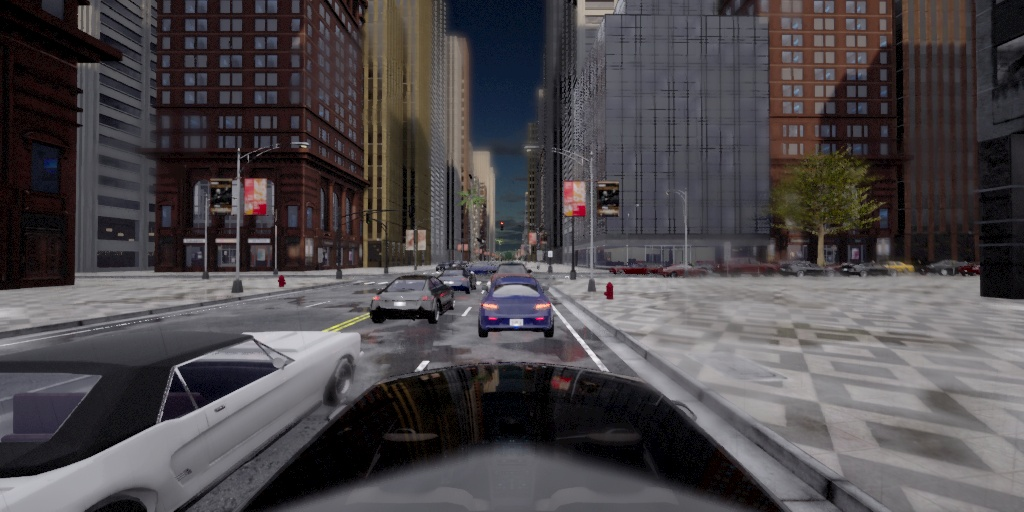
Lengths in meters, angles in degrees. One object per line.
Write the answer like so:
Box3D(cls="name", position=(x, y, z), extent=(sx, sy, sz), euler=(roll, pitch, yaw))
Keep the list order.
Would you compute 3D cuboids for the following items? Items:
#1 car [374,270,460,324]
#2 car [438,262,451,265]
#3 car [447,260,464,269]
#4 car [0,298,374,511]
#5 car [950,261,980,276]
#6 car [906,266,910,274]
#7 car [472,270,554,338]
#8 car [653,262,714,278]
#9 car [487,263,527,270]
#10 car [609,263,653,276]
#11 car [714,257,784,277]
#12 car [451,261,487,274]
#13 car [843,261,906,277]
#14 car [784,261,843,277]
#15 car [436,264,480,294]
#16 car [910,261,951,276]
Box3D(cls="car", position=(-3.158, 1.327, 12.116), extent=(1.994, 1.385, 4.181), euler=(0, 0, 0))
Box3D(cls="car", position=(-9.877, 1.544, 52.852), extent=(1.994, 1.385, 4.181), euler=(0, 0, 0))
Box3D(cls="car", position=(-9.861, 1.545, 63.138), extent=(2.128, 1.511, 4.902), euler=(0, 0, 0))
Box3D(cls="car", position=(-3.155, 1.351, 3.293), extent=(1.895, 1.301, 4.718), euler=(0, 0, 0))
Box3D(cls="car", position=(43.484, 1.214, 32.608), extent=(4.507, 1.381, 1.888), euler=(0, 0, -1))
Box3D(cls="car", position=(43.181, 1.296, 41.129), extent=(4.829, 1.417, 1.751), euler=(0, 0, -1))
Box3D(cls="car", position=(0.099, 1.284, 10.124), extent=(1.812, 1.442, 4.674), euler=(0, 0, 0))
Box3D(cls="car", position=(15.295, 1.327, 32.150), extent=(4.207, 1.307, 1.802), euler=(0, 0, -1))
Box3D(cls="car", position=(-0.012, 1.135, 19.110), extent=(2.097, 1.767, 4.553), euler=(0, 0, 0))
Box3D(cls="car", position=(12.767, 1.423, 37.884), extent=(4.718, 1.301, 1.895), euler=(0, -1, -1))
Box3D(cls="car", position=(20.934, 1.041, 32.242), extent=(5.009, 1.841, 2.192), euler=(0, 0, -1))
Box3D(cls="car", position=(-3.622, 1.399, 37.550), extent=(4.674, 1.442, 1.812), euler=(0, -1, -1))
Box3D(cls="car", position=(32.208, 1.260, 32.425), extent=(4.313, 1.339, 1.948), euler=(0, 0, -1))
Box3D(cls="car", position=(26.571, 1.276, 32.333), extent=(4.313, 1.339, 1.948), euler=(0, 0, -1))
Box3D(cls="car", position=(-3.164, 1.353, 20.504), extent=(1.994, 1.385, 4.181), euler=(0, 0, 0))
Box3D(cls="car", position=(42.776, 1.206, 35.222), extent=(4.892, 1.490, 1.837), euler=(0, -1, -1))
